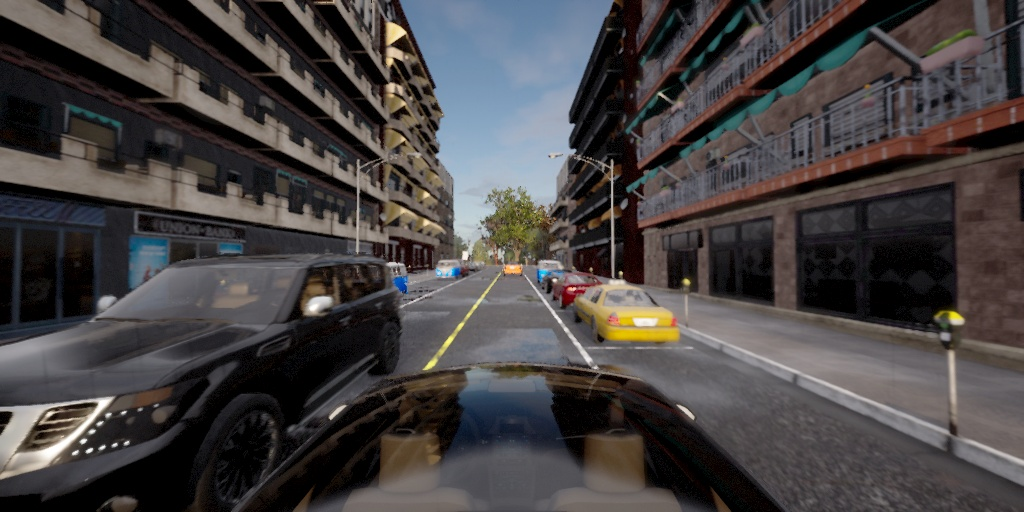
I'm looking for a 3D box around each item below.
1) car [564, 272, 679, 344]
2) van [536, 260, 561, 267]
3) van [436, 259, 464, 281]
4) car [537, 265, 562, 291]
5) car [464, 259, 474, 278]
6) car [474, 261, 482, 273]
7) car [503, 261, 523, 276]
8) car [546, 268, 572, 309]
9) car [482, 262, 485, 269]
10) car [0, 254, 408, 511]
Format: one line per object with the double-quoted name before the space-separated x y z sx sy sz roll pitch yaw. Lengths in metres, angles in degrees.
"car" 2.693 1.317 9.568 1.751 1.417 4.829 0 0 0
"van" 2.679 1.224 26.382 1.690 1.789 3.998 0 0 0
"van" -5.689 1.256 32.082 1.690 1.789 3.998 0 0 0
"car" 2.700 1.418 20.721 1.948 1.339 4.313 0 0 0
"car" -5.688 1.261 37.743 2.192 1.841 5.009 0 0 0
"car" -5.688 1.578 49.067 1.948 1.339 4.313 0 0 0
"car" 0.102 1.312 40.143 2.097 1.767 4.553 0 0 0
"car" 2.696 1.367 15.058 1.888 1.381 4.507 0 0 0
"car" -5.688 1.595 54.729 2.007 1.370 4.403 0 0 0
"car" -3.101 0.987 4.548 2.150 2.045 5.566 0 0 0
